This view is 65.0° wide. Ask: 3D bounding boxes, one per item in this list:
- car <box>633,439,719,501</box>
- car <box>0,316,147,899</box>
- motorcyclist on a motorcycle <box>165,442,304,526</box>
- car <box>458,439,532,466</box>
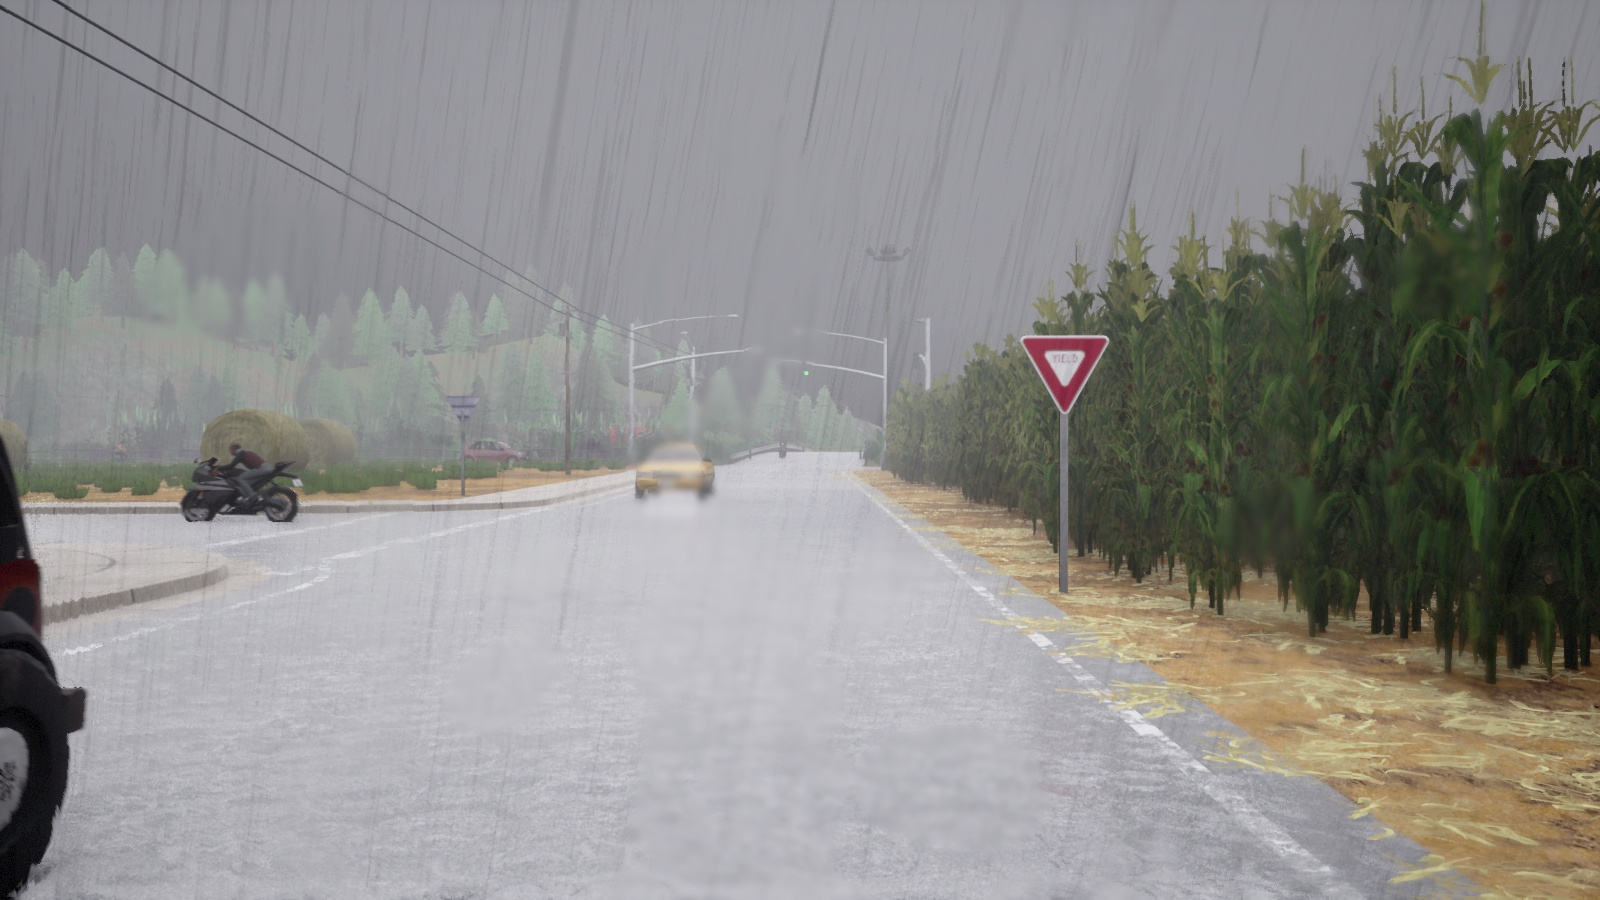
[{"bbox_3d":[-3.299,0.489,34.269,1.801,1.575,5.366,0,0,0],"label":"car"},{"bbox_3d":[-3.472,0.523,2.911,1.905,1.878,3.866,0,0,0],"label":"car"},{"bbox_3d":[-10.505,0.614,23.380,2.191,1.530,0.866,0,1,1],"label":"motorcyclist on a motorcycle"},{"bbox_3d":[-18.478,0.165,76.190,3.988,1.617,1.851,0,0,3],"label":"car"}]
